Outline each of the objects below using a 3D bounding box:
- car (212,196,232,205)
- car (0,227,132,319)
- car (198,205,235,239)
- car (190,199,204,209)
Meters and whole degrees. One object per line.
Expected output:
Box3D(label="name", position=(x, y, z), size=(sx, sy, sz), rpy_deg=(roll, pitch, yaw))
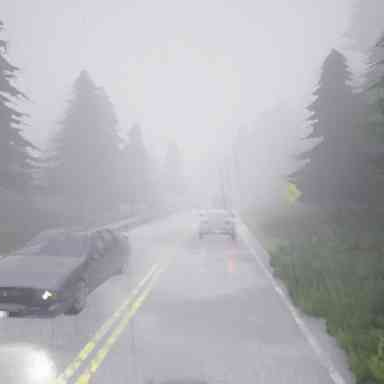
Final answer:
Box3D(label="car", position=(3.488, 1.520, 38.666), size=(2.150, 2.045, 5.566), rpy_deg=(0, 0, 6))
Box3D(label="car", position=(-2.847, 1.569, 7.907), size=(2.033, 1.411, 5.357), rpy_deg=(1, 0, 4))
Box3D(label="car", position=(1.383, 1.662, 18.262), size=(1.812, 1.442, 4.674), rpy_deg=(0, 0, 5))
Box3D(label="car", position=(0.699, 1.825, 50.628), size=(1.882, 1.535, 5.008), rpy_deg=(1, -1, -4))
